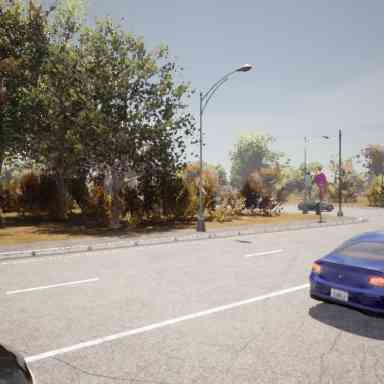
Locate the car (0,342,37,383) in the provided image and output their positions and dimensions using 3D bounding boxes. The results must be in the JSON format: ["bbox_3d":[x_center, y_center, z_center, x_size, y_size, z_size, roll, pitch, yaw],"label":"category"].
[{"bbox_3d":[-3.299,1.491,1.392,4.902,1.511,2.128,0,0,-36],"label":"car"}]

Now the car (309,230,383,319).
[{"bbox_3d":[4.299,1.526,6.821,4.674,1.442,1.812,0,0,-36],"label":"car"}]

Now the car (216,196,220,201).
[{"bbox_3d":[3.994,1.459,56.289,1.812,1.442,4.674,0,1,-32],"label":"car"}]

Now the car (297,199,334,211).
[{"bbox_3d":[14.628,1.564,39.470,1.994,1.385,4.181,0,0,-32],"label":"car"}]
